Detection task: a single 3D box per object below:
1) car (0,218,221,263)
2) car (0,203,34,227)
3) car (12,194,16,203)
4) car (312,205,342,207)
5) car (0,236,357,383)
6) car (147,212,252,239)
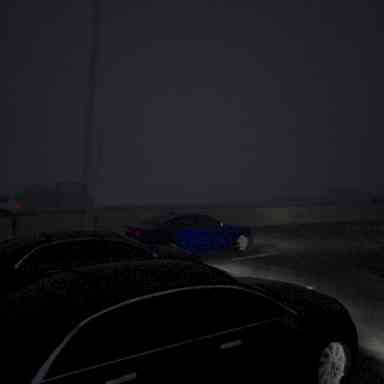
[{"bbox_3d":[-1.949,1.494,6.540,4.892,1.490,1.837,0,0,-35],"label":"car"},{"bbox_3d":[-11.126,1.511,17.473,5.357,1.411,2.033,0,0,-35],"label":"car"},{"bbox_3d":[-15.023,1.173,23.274,5.566,2.045,2.150,0,0,-35],"label":"car"},{"bbox_3d":[18.546,1.563,45.709,4.181,1.385,1.994,0,0,-23],"label":"car"},{"bbox_3d":[-0.206,1.500,3.491,4.892,1.490,1.837,0,0,-35],"label":"car"},{"bbox_3d":[-0.010,1.463,12.032,5.008,1.535,1.882,0,0,-33],"label":"car"}]
